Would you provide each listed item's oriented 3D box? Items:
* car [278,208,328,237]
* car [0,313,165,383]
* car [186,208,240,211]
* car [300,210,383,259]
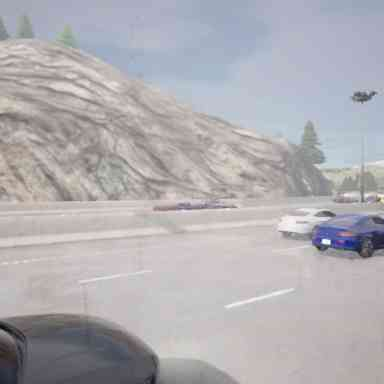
[{"bbox_3d":[6.307,1.526,16.873,4.674,1.442,1.812,0,0,-36],"label":"car"},{"bbox_3d":[-2.450,1.505,1.998,4.892,1.490,1.837,0,0,-36],"label":"car"},{"bbox_3d":[2.128,1.602,27.076,4.718,1.301,1.895,0,0,-36],"label":"car"},{"bbox_3d":[6.435,1.526,12.646,4.674,1.442,1.812,0,0,-36],"label":"car"}]
